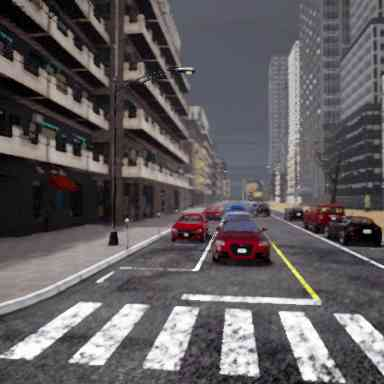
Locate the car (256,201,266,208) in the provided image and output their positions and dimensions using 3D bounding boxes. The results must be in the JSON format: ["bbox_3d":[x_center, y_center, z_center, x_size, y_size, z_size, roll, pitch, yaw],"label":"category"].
[{"bbox_3d":[16.175,2.916,77.571,1.967,1.590,4.097,0,-1,7],"label":"car"}]

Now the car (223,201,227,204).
[{"bbox_3d":[3.560,2.365,45.632,1.752,1.417,4.829,0,-1,7],"label":"car"}]

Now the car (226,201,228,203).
[{"bbox_3d":[4.273,2.469,51.109,1.752,1.417,4.829,0,-1,7],"label":"car"}]

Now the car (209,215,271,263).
[{"bbox_3d":[1.912,1.803,13.003,1.994,1.385,4.181,0,-1,7],"label":"car"}]

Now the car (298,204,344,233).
[{"bbox_3d":[9.038,1.747,22.818,2.192,1.841,5.009,0,-1,7],"label":"car"}]

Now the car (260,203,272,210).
[{"bbox_3d":[14.747,2.827,66.618,1.947,1.339,4.313,0,-1,7],"label":"car"}]

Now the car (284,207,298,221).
[{"bbox_3d":[10.464,2.202,33.765,1.947,1.339,4.313,0,-1,7],"label":"car"}]

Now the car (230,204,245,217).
[{"bbox_3d":[5.789,2.289,42.341,1.837,1.490,4.892,0,-1,8],"label":"car"}]

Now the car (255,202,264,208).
[{"bbox_3d":[16.888,3.135,83.045,2.008,1.369,4.403,0,-1,7],"label":"car"}]

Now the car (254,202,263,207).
[{"bbox_3d":[17.602,3.243,88.521,2.008,1.369,4.403,0,-1,7],"label":"car"}]

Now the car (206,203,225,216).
[{"bbox_3d":[2.154,2.182,34.849,1.887,1.381,4.507,0,-1,7],"label":"car"}]

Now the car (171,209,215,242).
[{"bbox_3d":[0.013,1.877,18.423,1.887,1.381,4.507,0,-1,7],"label":"car"}]

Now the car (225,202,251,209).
[{"bbox_3d":[4.403,2.068,32.022,1.882,1.535,5.008,0,-1,8],"label":"car"}]

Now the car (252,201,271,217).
[{"bbox_3d":[8.851,2.287,41.866,1.837,1.490,4.892,0,-1,8],"label":"car"}]

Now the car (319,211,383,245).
[{"bbox_3d":[8.322,1.896,17.338,1.947,1.339,4.313,0,-1,7],"label":"car"}]

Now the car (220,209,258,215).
[{"bbox_3d":[3.048,1.999,21.707,1.895,1.301,4.718,0,-1,7],"label":"car"}]

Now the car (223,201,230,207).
[{"bbox_3d":[9.292,3.239,89.605,1.887,1.381,4.507,0,-1,7],"label":"car"}]
